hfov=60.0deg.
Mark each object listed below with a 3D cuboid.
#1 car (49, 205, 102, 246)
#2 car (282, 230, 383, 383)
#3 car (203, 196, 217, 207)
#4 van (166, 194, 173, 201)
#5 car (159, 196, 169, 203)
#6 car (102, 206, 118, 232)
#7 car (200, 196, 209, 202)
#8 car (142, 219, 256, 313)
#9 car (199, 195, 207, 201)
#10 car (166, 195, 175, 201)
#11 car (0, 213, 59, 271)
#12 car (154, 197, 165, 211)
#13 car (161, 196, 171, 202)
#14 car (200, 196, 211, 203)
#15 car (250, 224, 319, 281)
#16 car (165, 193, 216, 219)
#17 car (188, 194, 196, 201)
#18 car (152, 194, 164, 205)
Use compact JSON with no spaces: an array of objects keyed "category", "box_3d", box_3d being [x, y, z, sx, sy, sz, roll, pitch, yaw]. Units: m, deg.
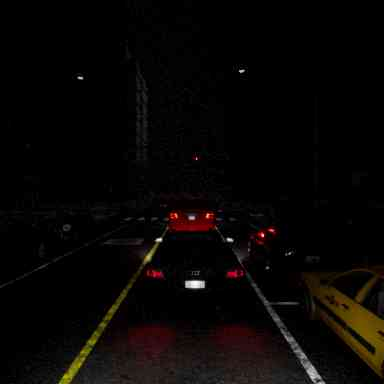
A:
[{"category":"car","box_3d":[-5.766,1.441,15.075,1.967,1.590,4.097,0,0,0]},{"category":"car","box_3d":[2.761,1.525,4.335,1.752,1.417,4.829,0,0,0]},{"category":"car","box_3d":[2.753,1.452,52.504,1.967,1.590,4.097,0,0,0]},{"category":"van","box_3d":[-5.778,1.372,85.128,1.690,1.788,3.998,0,0,0]},{"category":"car","box_3d":[-5.775,1.602,68.815,1.802,1.307,4.206,0,0,0]},{"category":"car","box_3d":[-5.767,1.527,20.362,1.752,1.417,4.829,0,0,0]},{"category":"car","box_3d":[2.750,1.568,74.254,1.887,1.381,4.507,0,0,0]},{"category":"car","box_3d":[0.058,1.564,7.749,1.994,1.385,4.181,0,0,0]},{"category":"car","box_3d":[2.748,1.556,85.299,1.752,1.417,4.829,0,0,0]},{"category":"car","box_3d":[-5.778,1.586,90.566,2.008,1.369,4.403,0,0,0]},{"category":"car","box_3d":[-5.766,1.545,9.618,1.887,1.381,4.507,0,0,0]},{"category":"car","box_3d":[-1.385,1.551,37.237,2.033,1.411,5.357,1,0,35]},{"category":"car","box_3d":[-5.776,1.549,74.083,1.752,1.417,4.829,0,0,0]},{"category":"car","box_3d":[2.751,1.571,68.816,2.008,1.369,4.403,0,0,0]},{"category":"car","box_3d":[2.760,1.566,9.622,1.947,1.339,4.313,0,0,0]},{"category":"car","box_3d":[0.000,1.223,17.169,2.150,2.045,5.566,0,0,0]},{"category":"car","box_3d":[-0.015,1.389,89.001,2.097,1.767,4.553,0,0,0]},{"category":"car","box_3d":[-5.773,1.329,57.940,2.192,1.841,5.009,0,0,0]}]
